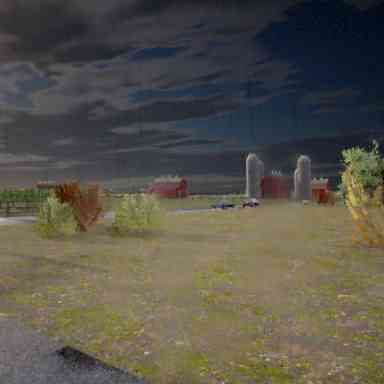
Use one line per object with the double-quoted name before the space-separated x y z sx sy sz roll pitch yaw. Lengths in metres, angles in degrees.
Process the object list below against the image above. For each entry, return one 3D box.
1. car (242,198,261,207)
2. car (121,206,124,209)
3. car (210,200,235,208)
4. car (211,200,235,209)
"car" 11.417 1.987 63.318 2.097 1.767 4.553 -1 -1 36
"car" -7.142 2.003 43.760 1.895 1.301 4.718 -1 -1 36
"car" 5.655 2.187 61.312 2.033 1.411 5.357 -1 -1 36
"car" 5.409 2.012 54.916 2.128 1.511 4.902 -1 -1 36
